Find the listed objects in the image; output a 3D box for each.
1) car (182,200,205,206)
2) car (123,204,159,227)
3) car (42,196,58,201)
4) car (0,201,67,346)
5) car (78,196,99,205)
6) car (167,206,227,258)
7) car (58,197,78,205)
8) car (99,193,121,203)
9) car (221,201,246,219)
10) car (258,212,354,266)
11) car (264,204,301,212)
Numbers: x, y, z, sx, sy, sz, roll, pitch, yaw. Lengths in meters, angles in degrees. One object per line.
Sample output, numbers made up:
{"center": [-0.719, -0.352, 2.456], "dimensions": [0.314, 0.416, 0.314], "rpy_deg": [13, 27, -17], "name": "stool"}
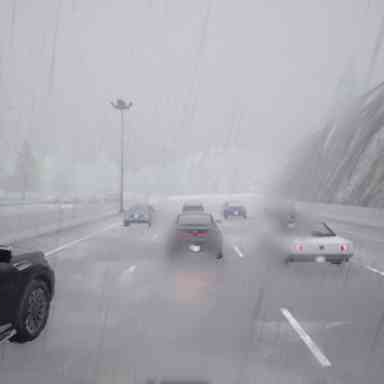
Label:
{"center": [0.101, 1.467, 29.796], "dimensions": [1.882, 1.535, 5.008], "rpy_deg": [0, 0, 0], "name": "car"}
{"center": [-3.400, 1.540, 22.881], "dimensions": [2.033, 1.411, 5.357], "rpy_deg": [0, 0, 0], "name": "car"}
{"center": [-24.408, 1.507, 58.046], "dimensions": [1.812, 1.442, 4.674], "rpy_deg": [0, 0, 2], "name": "car"}
{"center": [-3.412, 1.220, 3.301], "dimensions": [2.150, 2.045, 5.566], "rpy_deg": [0, 0, 0], "name": "car"}
{"center": [-17.434, 1.474, 57.580], "dimensions": [2.128, 1.511, 4.902], "rpy_deg": [0, 0, 2], "name": "car"}
{"center": [0.100, 1.501, 12.731], "dimensions": [1.837, 1.490, 4.892], "rpy_deg": [0, 0, 0], "name": "car"}
{"center": [-20.890, 1.529, 58.428], "dimensions": [2.033, 1.411, 5.357], "rpy_deg": [0, 0, 2], "name": "car"}
{"center": [-13.914, 1.195, 58.365], "dimensions": [2.150, 2.045, 5.566], "rpy_deg": [0, 0, 2], "name": "car"}
{"center": [3.587, 1.515, 29.279], "dimensions": [1.812, 1.442, 4.674], "rpy_deg": [0, 0, 0], "name": "car"}
{"center": [3.600, 1.597, 11.541], "dimensions": [1.895, 1.301, 4.718], "rpy_deg": [0, 0, 0], "name": "car"}
{"center": [7.101, 1.591, 26.652], "dimensions": [1.895, 1.301, 4.718], "rpy_deg": [0, 0, 0], "name": "car"}
